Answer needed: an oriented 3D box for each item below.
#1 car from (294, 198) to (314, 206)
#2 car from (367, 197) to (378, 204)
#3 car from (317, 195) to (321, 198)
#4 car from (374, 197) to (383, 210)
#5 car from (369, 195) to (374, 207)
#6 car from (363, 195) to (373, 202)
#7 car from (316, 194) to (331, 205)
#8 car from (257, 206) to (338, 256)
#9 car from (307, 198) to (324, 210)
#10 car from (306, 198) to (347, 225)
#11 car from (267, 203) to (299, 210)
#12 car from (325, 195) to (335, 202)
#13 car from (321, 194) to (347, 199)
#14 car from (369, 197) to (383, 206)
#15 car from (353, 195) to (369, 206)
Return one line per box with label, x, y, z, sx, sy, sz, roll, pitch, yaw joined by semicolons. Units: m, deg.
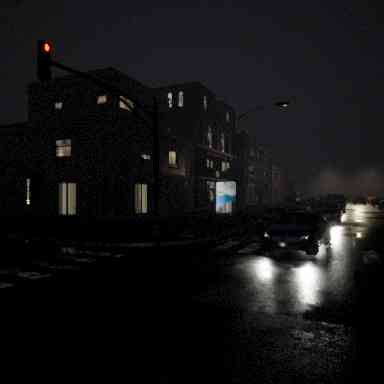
car;9.888;1.555;30.380;2.008;1.369;4.403;0;0;25
car;36.212;1.606;66.816;1.802;1.307;4.206;0;0;25
car;14.574;1.448;40.381;1.967;1.590;4.097;0;0;25
car;24.499;1.561;41.814;2.008;1.369;4.403;0;0;25
car;29.185;1.455;51.814;1.967;1.590;4.097;0;0;25
car;43.240;1.477;81.816;1.967;1.590;4.097;0;0;25
car;23.945;1.332;60.384;2.192;1.841;5.009;0;0;25
car;4.366;1.527;13.380;1.812;1.442;4.674;0;0;33
car;16.844;1.535;45.228;1.752;1.417;4.829;0;0;25
car;10.019;1.494;24.512;2.128;1.511;4.902;0;0;26
car;5.203;1.584;20.380;1.802;1.307;4.206;0;0;25
car;33.315;1.471;80.385;1.967;1.590;4.097;0;0;25
car;15.952;1.230;37.002;2.150;2.045;5.566;0;0;25
car;31.527;1.569;56.816;2.008;1.369;4.403;0;0;25
car;28.859;1.495;57.238;1.882;1.535;5.008;0;0;25
